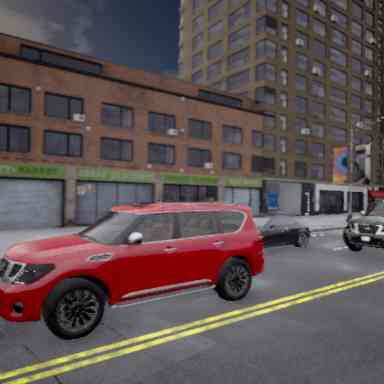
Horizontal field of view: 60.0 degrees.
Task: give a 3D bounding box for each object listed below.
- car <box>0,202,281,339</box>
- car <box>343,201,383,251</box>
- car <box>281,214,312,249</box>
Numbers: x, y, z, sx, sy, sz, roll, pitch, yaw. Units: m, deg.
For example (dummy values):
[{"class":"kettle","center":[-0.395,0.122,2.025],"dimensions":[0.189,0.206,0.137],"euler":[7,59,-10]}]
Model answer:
[{"class":"car","center":[-0.905,1.255,6.966],"dimensions":[5.566,2.045,2.150],"euler":[1,-1,-35]},{"class":"car","center":[8.539,1.364,13.639],"dimensions":[5.566,2.045,2.150],"euler":[1,0,-35]},{"class":"car","center":[3.043,1.626,13.787],"dimensions":[4.674,1.442,1.812],"euler":[1,-1,-35]}]
